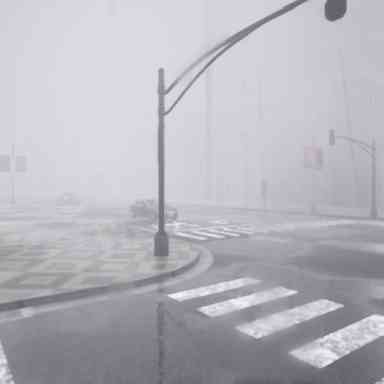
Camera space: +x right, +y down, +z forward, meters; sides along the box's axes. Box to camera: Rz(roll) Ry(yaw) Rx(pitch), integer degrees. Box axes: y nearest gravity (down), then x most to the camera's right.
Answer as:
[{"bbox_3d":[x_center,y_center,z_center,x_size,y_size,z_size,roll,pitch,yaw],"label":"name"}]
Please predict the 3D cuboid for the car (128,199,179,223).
[{"bbox_3d":[-2.801,1.229,23.372,2.128,1.511,4.902,0,1,-36],"label":"car"}]

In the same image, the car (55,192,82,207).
[{"bbox_3d":[-15.033,0.789,40.403,2.097,1.767,4.553,0,1,-36],"label":"car"}]
